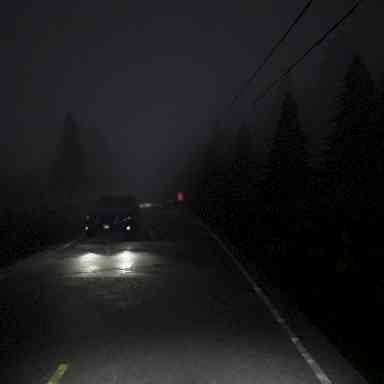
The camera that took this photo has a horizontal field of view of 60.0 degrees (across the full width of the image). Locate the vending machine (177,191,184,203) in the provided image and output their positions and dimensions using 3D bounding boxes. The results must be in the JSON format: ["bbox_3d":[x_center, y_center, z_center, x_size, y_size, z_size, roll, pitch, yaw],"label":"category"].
[{"bbox_3d":[-2.115,0.918,61.621,1.100,2.100,0.880,0,0,-9],"label":"vending machine"}]

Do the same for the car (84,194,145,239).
[{"bbox_3d":[-3.869,1.146,17.228,2.150,2.045,5.566,0,0,-3],"label":"car"}]

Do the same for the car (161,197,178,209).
[{"bbox_3d":[-2.743,1.308,41.151,2.128,1.511,4.902,0,0,-7],"label":"car"}]

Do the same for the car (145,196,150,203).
[{"bbox_3d":[-8.602,1.336,60.056,1.895,1.301,4.718,0,0,-8],"label":"car"}]
